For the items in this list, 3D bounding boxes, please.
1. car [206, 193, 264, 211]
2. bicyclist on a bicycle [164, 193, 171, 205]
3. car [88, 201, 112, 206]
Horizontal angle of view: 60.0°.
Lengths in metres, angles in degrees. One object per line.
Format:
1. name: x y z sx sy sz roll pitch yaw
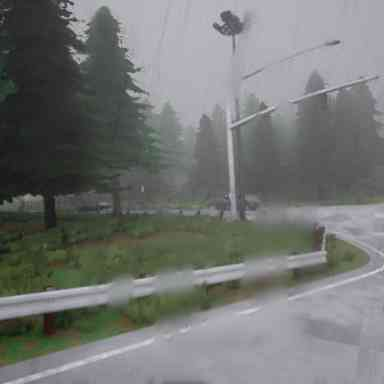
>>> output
1. car: 3.449 0.878 27.462 4.892 1.490 1.837 -2 2 32
2. bicyclist on a bicycle: -2.546 0.917 34.976 0.582 1.620 1.656 -2 -1 30
3. car: -8.340 1.542 30.102 4.181 1.385 1.994 -2 3 30
